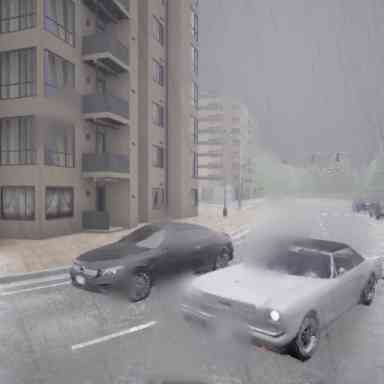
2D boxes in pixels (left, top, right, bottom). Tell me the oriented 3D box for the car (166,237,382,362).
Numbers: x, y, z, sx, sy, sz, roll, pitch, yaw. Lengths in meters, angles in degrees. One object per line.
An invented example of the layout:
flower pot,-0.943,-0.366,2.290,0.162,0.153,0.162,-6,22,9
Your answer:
car,1.926,1.601,6.158,1.895,1.301,4.718,0,0,42

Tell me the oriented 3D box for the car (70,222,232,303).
car,-0.709,1.526,8.491,1.812,1.442,4.674,0,0,42

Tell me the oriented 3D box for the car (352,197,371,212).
car,19.593,1.352,37.763,2.097,1.767,4.553,0,0,19

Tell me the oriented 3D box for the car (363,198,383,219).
car,16.482,1.548,28.501,2.033,1.411,5.357,0,0,19
